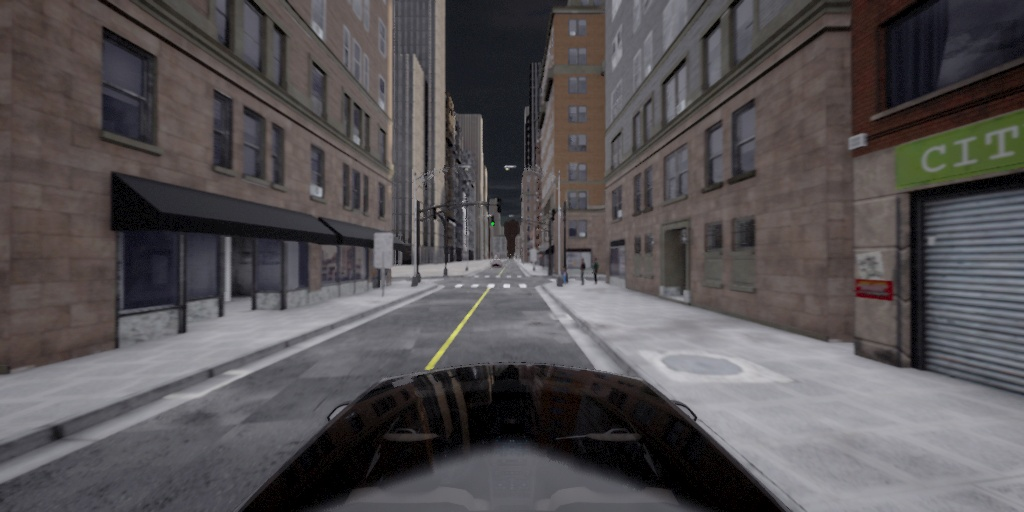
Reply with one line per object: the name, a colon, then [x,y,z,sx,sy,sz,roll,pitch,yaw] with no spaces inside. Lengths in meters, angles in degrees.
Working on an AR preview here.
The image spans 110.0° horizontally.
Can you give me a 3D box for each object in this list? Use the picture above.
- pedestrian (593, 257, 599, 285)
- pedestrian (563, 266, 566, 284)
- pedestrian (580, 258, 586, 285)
pedestrian: [5.645,0.997,24.324,0.375,1.860,0.375,0,0,0]
pedestrian: [3.645,1.284,24.923,0.375,1.300,0.375,0,0,0]
pedestrian: [4.644,0.998,23.725,0.375,1.860,0.375,0,0,0]
